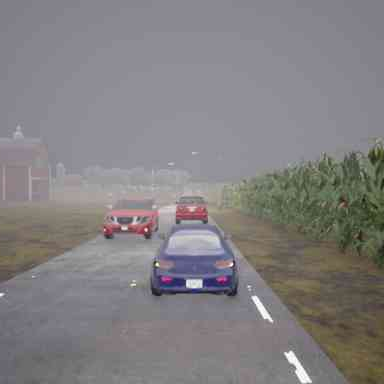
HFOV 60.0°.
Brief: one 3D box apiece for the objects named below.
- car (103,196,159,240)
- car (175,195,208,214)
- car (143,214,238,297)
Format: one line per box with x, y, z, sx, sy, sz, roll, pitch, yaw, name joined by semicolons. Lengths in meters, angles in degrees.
-2.951;1.230;17.254;2.150;2.045;5.566;0;0;0;car
-0.048;1.254;23.935;2.150;2.045;5.566;0;0;-1;car
0.060;1.527;8.458;1.812;1.442;4.674;0;0;0;car
